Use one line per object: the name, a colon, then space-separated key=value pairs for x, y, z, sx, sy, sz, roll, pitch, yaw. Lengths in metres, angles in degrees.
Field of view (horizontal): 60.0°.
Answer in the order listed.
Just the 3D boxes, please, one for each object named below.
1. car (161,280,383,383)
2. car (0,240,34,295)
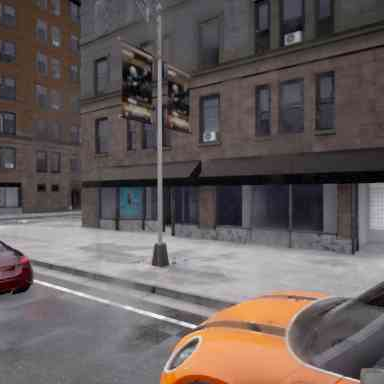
car: x=1.914 y=1.352 z=2.322 sx=4.553 sy=1.767 sz=2.097 roll=0 pitch=0 yaw=36
car: x=-5.482 y=1.563 z=7.582 sx=4.181 sy=1.385 sz=1.994 roll=0 pitch=0 yaw=36
